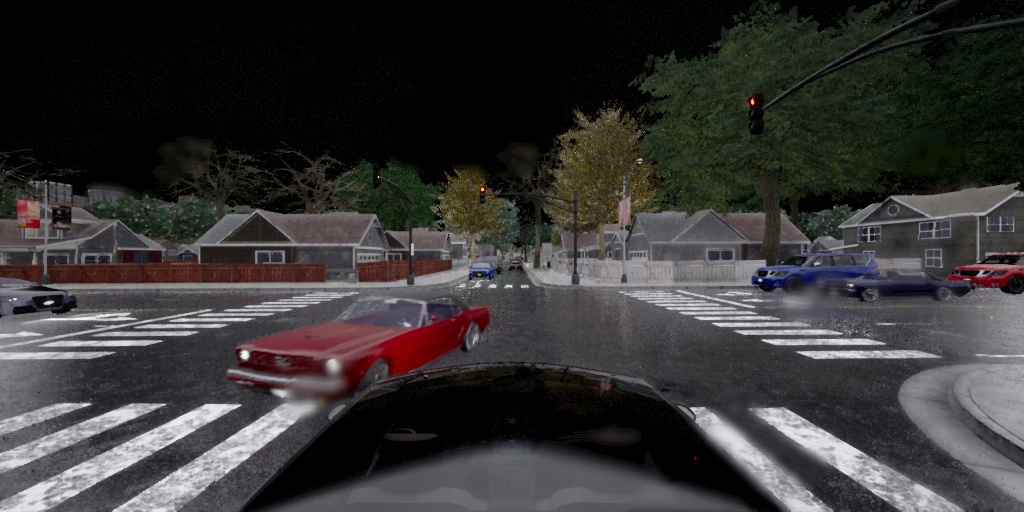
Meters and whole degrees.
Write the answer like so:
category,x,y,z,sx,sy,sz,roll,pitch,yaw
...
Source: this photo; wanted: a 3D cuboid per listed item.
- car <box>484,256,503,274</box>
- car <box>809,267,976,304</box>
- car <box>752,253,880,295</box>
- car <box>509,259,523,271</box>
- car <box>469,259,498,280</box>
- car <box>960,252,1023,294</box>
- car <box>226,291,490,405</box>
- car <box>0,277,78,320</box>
category,x,y,z,sx,sy,sz,roll,pitch,yaw
car,-2.394,0.993,41.637,2.150,2.045,5.566,0,0,1
car,15.750,1.247,15.044,4.718,1.301,1.895,0,0,1
car,15.476,0.868,18.312,5.566,2.045,2.150,0,0,1
car,0.575,1.286,51.087,1.837,1.490,4.892,0,0,1
car,-2.589,1.241,31.401,1.882,1.535,5.008,0,0,1
car,25.851,0.805,18.131,5.566,2.045,2.150,-1,0,1
car,-2.092,1.352,6.421,1.895,1.301,4.718,0,0,18
car,-17.596,1.410,12.128,4.181,1.385,1.994,0,0,1
